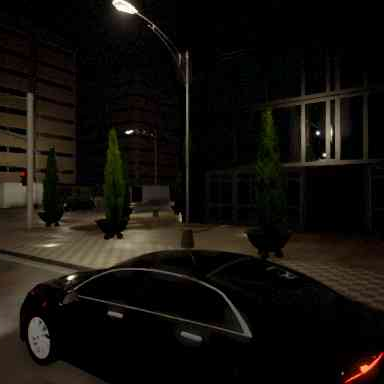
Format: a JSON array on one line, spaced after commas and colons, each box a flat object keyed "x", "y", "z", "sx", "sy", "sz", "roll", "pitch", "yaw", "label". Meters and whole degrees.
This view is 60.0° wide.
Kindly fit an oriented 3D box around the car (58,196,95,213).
[{"x": -13.583, "y": 1.407, "z": 38.677, "sx": 2.097, "sy": 1.767, "sz": 4.553, "roll": 0, "pitch": 0, "yaw": 35, "label": "car"}]

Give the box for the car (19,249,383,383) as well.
[{"x": -0.267, "y": 1.505, "z": 4.183, "sx": 4.892, "sy": 1.490, "sz": 1.837, "roll": 0, "pitch": 0, "yaw": 36, "label": "car"}]
